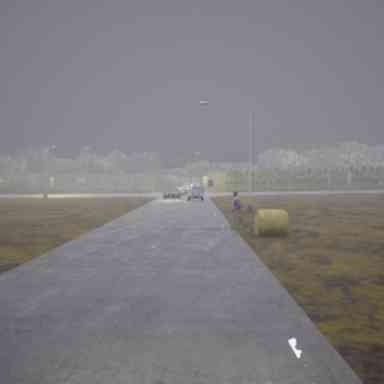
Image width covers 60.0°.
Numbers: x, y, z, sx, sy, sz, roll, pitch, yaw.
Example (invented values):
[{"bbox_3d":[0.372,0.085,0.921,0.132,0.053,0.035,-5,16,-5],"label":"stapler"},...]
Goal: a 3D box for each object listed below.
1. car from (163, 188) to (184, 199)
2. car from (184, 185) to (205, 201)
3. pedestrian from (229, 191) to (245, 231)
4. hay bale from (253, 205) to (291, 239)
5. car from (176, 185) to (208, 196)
[{"bbox_3d":[-2.433,0.162,40.786,1.994,1.385,4.181,0,2,0],"label":"car"},{"bbox_3d":[0.369,0.228,38.317,2.033,1.411,5.357,0,2,0],"label":"car"},{"bbox_3d":[1.982,0.808,14.627,0.375,1.860,0.375,-2,3,-9],"label":"pedestrian"},{"bbox_3d":[3.244,1.203,13.667,1.220,1.180,1.240,1,3,0],"label":"hay bale"},{"bbox_3d":[0.066,-0.246,49.453,2.128,1.511,4.902,1,3,37],"label":"car"}]
